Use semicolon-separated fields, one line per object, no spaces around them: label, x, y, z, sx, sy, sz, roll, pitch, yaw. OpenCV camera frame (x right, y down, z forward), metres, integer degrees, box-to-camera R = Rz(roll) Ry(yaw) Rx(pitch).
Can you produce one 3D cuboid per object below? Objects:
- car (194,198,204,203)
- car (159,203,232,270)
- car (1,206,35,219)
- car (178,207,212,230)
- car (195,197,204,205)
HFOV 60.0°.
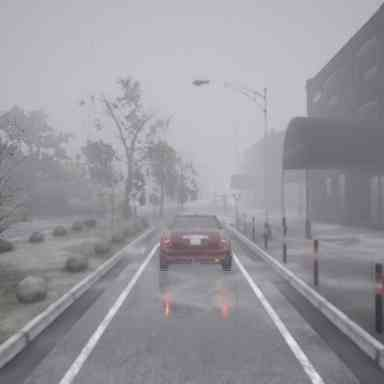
car;1.581;2.384;79.254;2.150;2.045;5.566;0;0;1
car;0.099;1.410;11.313;2.097;1.767;4.553;0;-1;0
car;-20.304;2.348;37.656;4.674;1.442;1.812;2;-3;-36
car;0.357;1.873;24.455;2.033;1.411;5.357;0;-2;5
car;2.228;2.545;94.165;2.150;2.045;5.566;0;-1;4
